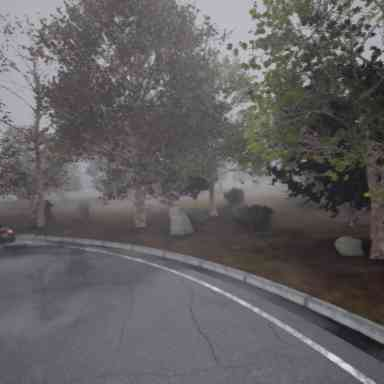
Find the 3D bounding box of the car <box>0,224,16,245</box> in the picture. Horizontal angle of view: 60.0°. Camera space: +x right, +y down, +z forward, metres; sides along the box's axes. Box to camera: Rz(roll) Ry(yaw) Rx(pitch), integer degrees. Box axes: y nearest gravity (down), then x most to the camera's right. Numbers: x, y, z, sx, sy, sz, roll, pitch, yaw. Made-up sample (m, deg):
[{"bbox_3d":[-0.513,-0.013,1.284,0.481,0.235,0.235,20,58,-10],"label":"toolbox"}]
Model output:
[{"bbox_3d":[-10.199,1.745,14.378,5.357,1.411,2.033,-1,0,22],"label":"car"}]
